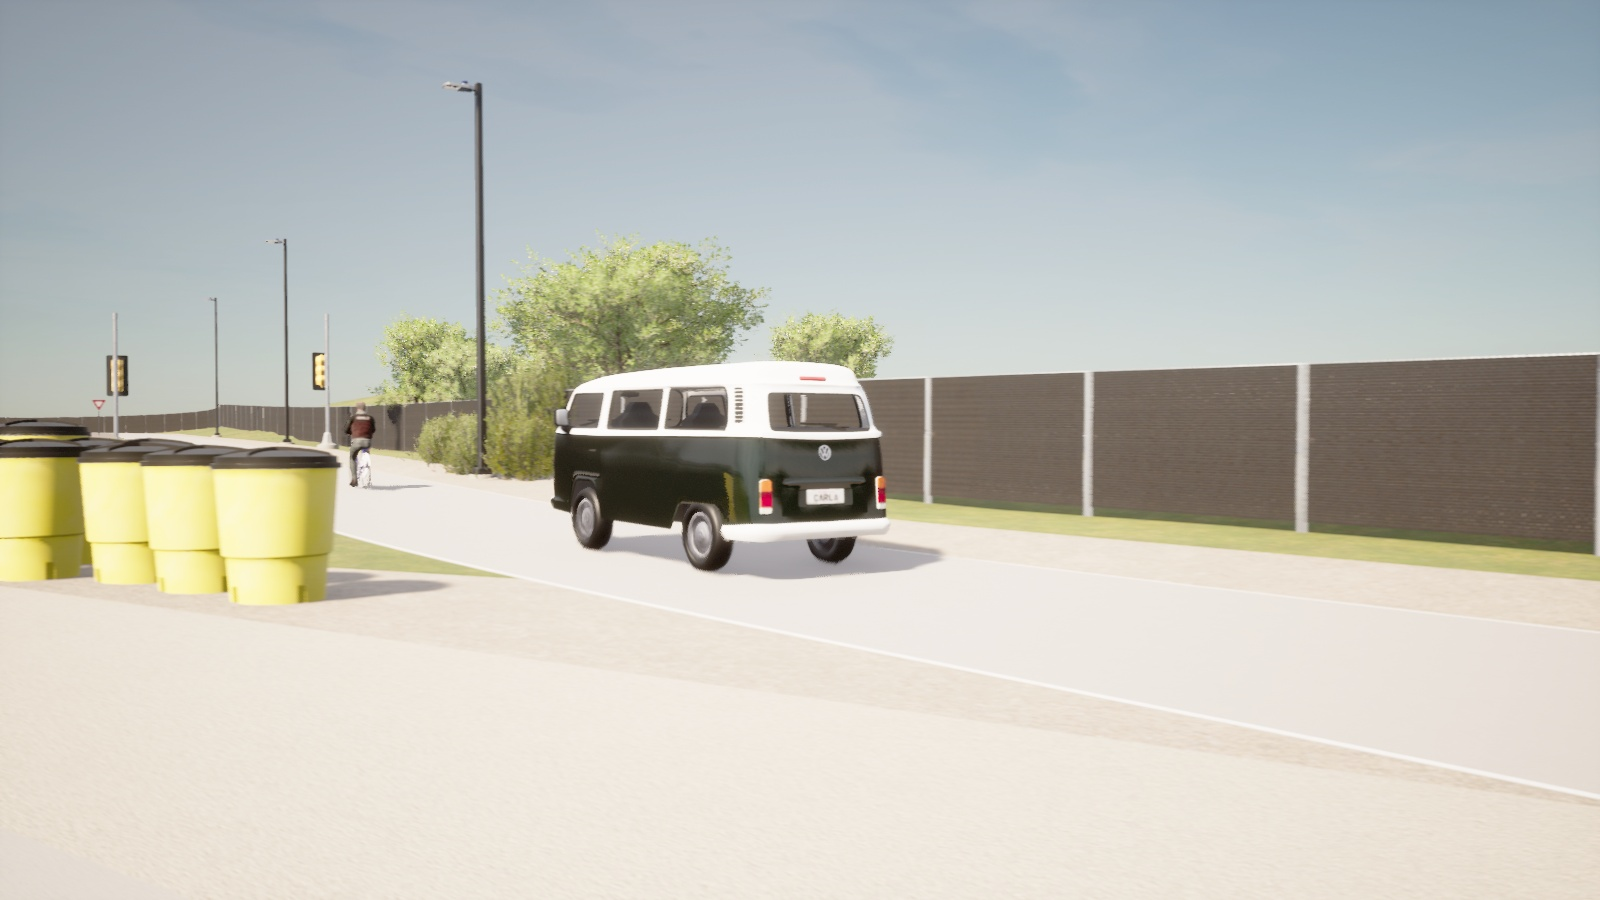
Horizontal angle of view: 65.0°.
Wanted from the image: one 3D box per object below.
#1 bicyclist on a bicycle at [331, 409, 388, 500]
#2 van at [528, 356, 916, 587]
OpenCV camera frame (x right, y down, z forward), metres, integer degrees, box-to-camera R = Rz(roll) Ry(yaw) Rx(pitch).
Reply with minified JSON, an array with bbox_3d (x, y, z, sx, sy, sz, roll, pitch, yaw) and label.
[{"bbox_3d":[-8.894,0.065,25.328,0.659,1.776,1.843,-2,2,-32],"label":"bicyclist on a bicycle"},{"bbox_3d":[-1.026,0.138,13.524,2.069,2.038,4.480,-2,2,-36],"label":"van"}]
